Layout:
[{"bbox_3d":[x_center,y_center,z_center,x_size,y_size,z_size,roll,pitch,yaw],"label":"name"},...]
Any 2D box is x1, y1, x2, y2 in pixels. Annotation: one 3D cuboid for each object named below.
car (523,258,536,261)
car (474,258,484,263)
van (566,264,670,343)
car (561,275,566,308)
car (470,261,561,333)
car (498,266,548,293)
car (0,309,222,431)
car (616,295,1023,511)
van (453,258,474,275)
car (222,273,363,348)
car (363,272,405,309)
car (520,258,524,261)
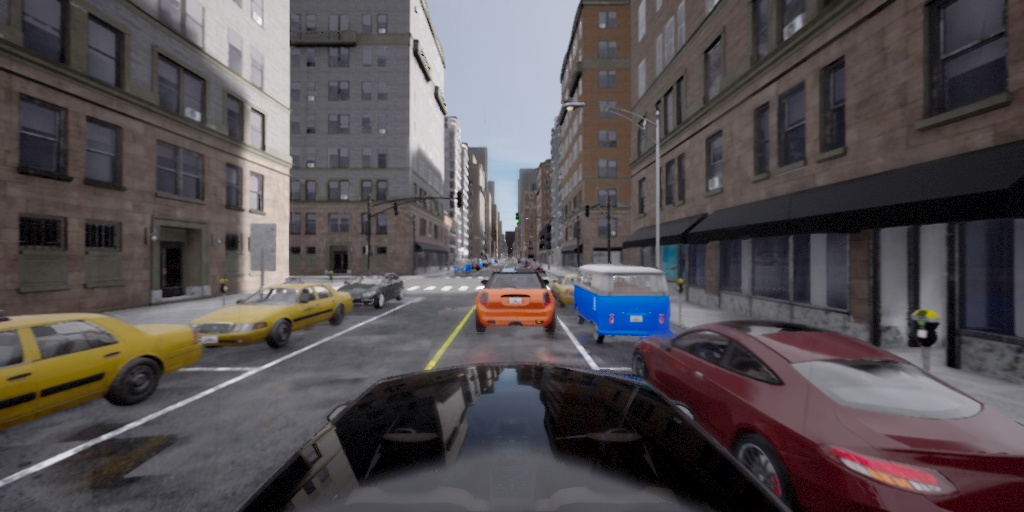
[{"bbox_3d":[2.689,1.347,42.404,1.967,1.591,4.097,0,0,0],"label":"car"},{"bbox_3d":[-5.831,1.261,53.563,2.192,1.841,5.009,0,0,0],"label":"car"},{"bbox_3d":[2.672,1.123,9.539,1.690,1.789,3.998,0,0,0],"label":"van"},{"bbox_3d":[2.674,1.329,15.379,1.751,1.417,4.829,0,0,0],"label":"car"},{"bbox_3d":[0.094,1.141,11.084,2.097,1.767,4.553,0,0,0],"label":"car"},{"bbox_3d":[0.866,1.383,23.142,2.033,1.411,5.357,0,0,15],"label":"car"},{"bbox_3d":[-5.857,1.284,3.688,1.751,1.417,4.829,0,0,0],"label":"car"},{"bbox_3d":[2.669,1.341,3.869,1.802,1.307,4.207,0,0,0],"label":"car"},{"bbox_3d":[-5.837,1.248,42.391,1.690,1.789,3.998,0,0,0],"label":"van"},{"bbox_3d":[-5.854,1.307,9.358,1.751,1.417,4.829,0,0,0],"label":"car"},{"bbox_3d":[-5.851,1.354,15.195,2.007,1.370,4.403,0,0,0],"label":"car"},{"bbox_3d":[2.694,1.261,53.575,2.192,1.841,5.009,0,0,0],"label":"car"}]
